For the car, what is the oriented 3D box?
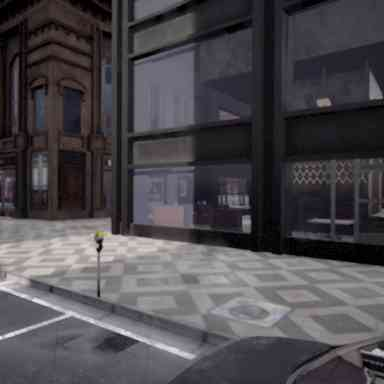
[{"bbox_3d":[1.687,1.554,1.760,4.403,1.369,2.008,0,0,36],"label":"car"}]
